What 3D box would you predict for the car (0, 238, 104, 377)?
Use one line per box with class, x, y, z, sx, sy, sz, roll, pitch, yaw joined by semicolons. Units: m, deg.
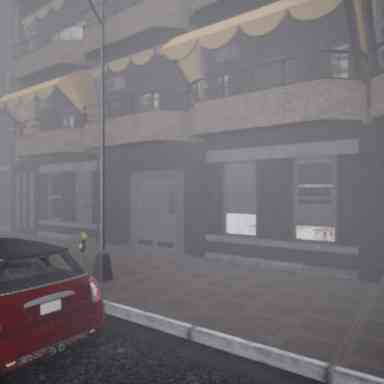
car;-3.323;1.451;5.245;4.097;1.590;1.967;0;0;36
